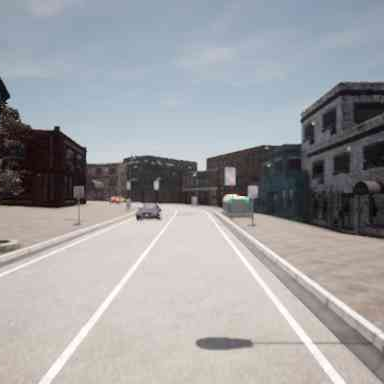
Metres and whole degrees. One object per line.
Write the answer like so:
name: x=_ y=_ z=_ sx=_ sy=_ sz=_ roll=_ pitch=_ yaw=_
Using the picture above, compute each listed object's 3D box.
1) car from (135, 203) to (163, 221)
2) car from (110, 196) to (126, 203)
car: x=-3.627 y=1.679 z=28.612 sx=1.994 sy=1.385 sz=4.181 roll=0 pitch=0 yaw=0
car: x=-15.082 y=1.543 z=68.968 sx=2.097 sy=1.767 sz=4.553 roll=1 pitch=-1 yaw=-42
